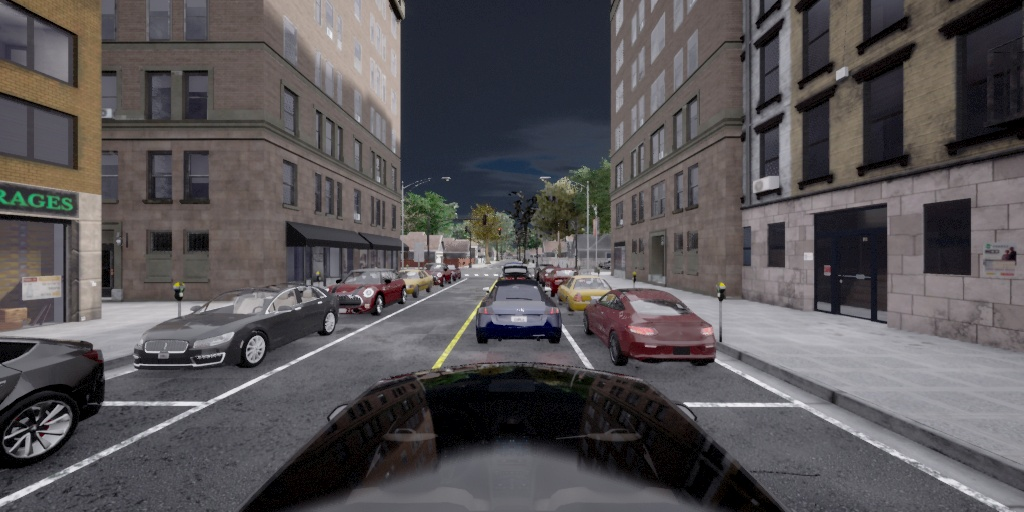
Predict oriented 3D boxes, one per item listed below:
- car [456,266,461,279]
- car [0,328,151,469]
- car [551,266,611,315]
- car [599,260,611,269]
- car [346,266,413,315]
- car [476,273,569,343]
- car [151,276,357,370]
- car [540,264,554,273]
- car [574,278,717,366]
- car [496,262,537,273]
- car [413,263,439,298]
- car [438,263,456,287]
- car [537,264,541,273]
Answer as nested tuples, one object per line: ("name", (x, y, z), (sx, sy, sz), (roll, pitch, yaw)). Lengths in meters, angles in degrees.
("car", (-5.247, 1.344, 29.790), (1.802, 1.307, 4.207), (0, 0, 0))
("car", (-5.393, 1.316, 2.197), (1.948, 1.339, 4.313), (0, 0, 0))
("car", (2.691, 1.278, 13.364), (1.751, 1.417, 4.829), (0, 0, 0))
("car", (14.987, 1.170, 49.404), (4.902, 1.511, 2.128), (0, 0, 0))
("car", (-5.334, 1.192, 13.233), (1.967, 1.591, 4.097), (0, 0, 0))
("car", (0.140, 1.315, 9.651), (1.994, 1.385, 4.181), (0, 0, 0))
("car", (-5.364, 1.301, 7.715), (2.007, 1.370, 4.403), (0, 0, 0))
("car", (2.720, 1.301, 18.712), (1.888, 1.381, 4.507), (0, 0, 0))
("car", (2.661, 1.332, 7.676), (1.802, 1.307, 4.207), (0, 0, 0))
("car", (0.186, 1.261, 19.636), (1.837, 1.490, 4.892), (0, 0, 0))
("car", (-5.306, 1.281, 18.582), (1.751, 1.417, 4.829), (0, 0, 0))
("car", (-5.276, 1.199, 24.271), (1.967, 1.591, 4.097), (0, 0, 0))
("car", (2.749, 1.341, 24.230), (1.802, 1.307, 4.207), (0, 0, 0))
